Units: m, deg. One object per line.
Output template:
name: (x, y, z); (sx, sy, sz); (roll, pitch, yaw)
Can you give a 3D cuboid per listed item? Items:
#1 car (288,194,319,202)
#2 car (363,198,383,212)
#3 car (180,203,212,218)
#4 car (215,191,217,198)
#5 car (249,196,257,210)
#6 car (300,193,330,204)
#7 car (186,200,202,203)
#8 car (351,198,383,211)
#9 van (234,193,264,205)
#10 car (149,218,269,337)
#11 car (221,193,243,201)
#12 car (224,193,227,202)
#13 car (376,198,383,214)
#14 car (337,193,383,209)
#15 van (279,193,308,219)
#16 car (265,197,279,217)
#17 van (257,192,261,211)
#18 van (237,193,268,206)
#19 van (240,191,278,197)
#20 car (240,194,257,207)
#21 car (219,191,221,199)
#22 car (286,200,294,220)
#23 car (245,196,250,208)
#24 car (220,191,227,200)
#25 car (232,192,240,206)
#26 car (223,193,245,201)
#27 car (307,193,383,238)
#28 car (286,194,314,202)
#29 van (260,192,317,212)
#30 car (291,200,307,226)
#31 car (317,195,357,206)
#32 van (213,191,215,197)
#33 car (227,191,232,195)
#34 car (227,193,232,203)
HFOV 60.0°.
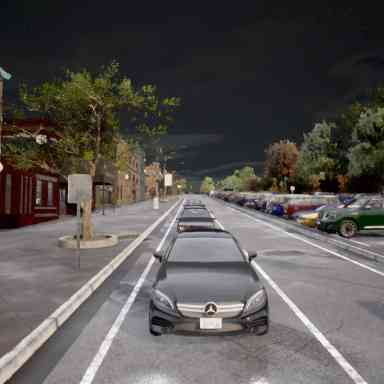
car: (21.814, 1.207, 65.214); (5.366, 1.575, 1.946); (0, 1, 0)
car: (22.175, 1.468, 37.452); (4.792, 1.488, 2.163); (0, 0, 0)
car: (0.188, 1.532, 17.428); (2.033, 1.411, 5.357); (0, 0, 0)
car: (8.793, 1.063, 81.539); (5.008, 1.535, 2.097); (0, 1, 0)
car: (9.159, 1.469, 36.683); (4.792, 1.488, 2.163); (0, 0, 0)
car: (22.071, 1.134, 59.665); (4.553, 1.767, 2.185); (0, 1, 0)
car: (0.211, 1.442, 29.876); (2.128, 1.511, 4.902); (0, 0, 0)
car: (22.212, 1.451, 40.236); (4.792, 1.488, 2.163); (0, 0, 0)
van: (9.122, 1.087, 53.507); (4.442, 1.987, 1.878); (0, 1, 0)
car: (0.251, 1.524, 6.849); (1.812, 1.442, 4.674); (0, 0, 0)
car: (8.829, 1.013, 73.129); (4.553, 1.767, 2.185); (0, 1, 0)
car: (8.941, 1.278, 61.918); (4.674, 1.452, 2.002); (0, 1, 0)
car: (22.409, 1.443, 34.682); (5.366, 1.575, 1.946); (0, 0, 0)
car: (22.135, 1.152, 43.008); (5.566, 2.045, 2.435); (0, 0, 0)
van: (9.330, 1.237, 25.468); (4.442, 1.987, 1.878); (0, 0, 0)
car: (9.187, 1.459, 28.271); (5.008, 1.535, 2.097); (0, 0, 0)
van: (9.267, 1.222, 33.880); (4.442, 1.987, 1.878); (0, 0, 0)
van: (9.143, 1.112, 50.704); (4.442, 1.987, 1.878); (0, 1, 0)
van: (9.184, 1.162, 45.100); (4.442, 1.987, 1.878); (0, 0, 0)
car: (9.095, 1.408, 42.293); (4.892, 1.521, 2.231); (0, 0, 0)
car: (8.873, 0.937, 67.522); (5.566, 2.045, 2.435); (0, 1, 0)
car: (9.236, 1.506, 22.664); (4.674, 1.452, 2.002); (0, 0, 0)
car: (9.106, 1.465, 39.490); (4.674, 1.452, 2.002); (0, 0, 0)
car: (8.894, 0.962, 64.719); (5.566, 2.045, 2.435); (0, 1, 0)
car: (9.019, 1.112, 47.899); (5.566, 2.045, 2.435); (0, 1, 0)
car: (8.850, 1.038, 70.326); (4.553, 1.767, 2.185); (0, 1, 0)
car: (9.247, 1.220, 17.057); (5.566, 2.045, 2.435); (0, 0, 0)
car: (21.984, 1.187, 67.992); (4.892, 1.521, 2.231); (0, 1, 0)
van: (9.055, 1.230, 31.077); (4.442, 1.987, 1.878); (0, 0, 0)
car: (9.069, 1.466, 19.860); (5.366, 1.575, 1.946); (0, 0, 0)
car: (22.288, 1.331, 51.339); (5.366, 1.575, 1.946); (0, 1, 0)
van: (8.619, 0.762, 89.946); (4.442, 1.987, 1.878); (0, 1, 0)
car: (8.995, 1.138, 59.114); (4.553, 1.767, 2.185); (0, 1, 0)
car: (8.978, 1.289, 56.312); (4.892, 1.521, 2.231); (0, 1, 0)
